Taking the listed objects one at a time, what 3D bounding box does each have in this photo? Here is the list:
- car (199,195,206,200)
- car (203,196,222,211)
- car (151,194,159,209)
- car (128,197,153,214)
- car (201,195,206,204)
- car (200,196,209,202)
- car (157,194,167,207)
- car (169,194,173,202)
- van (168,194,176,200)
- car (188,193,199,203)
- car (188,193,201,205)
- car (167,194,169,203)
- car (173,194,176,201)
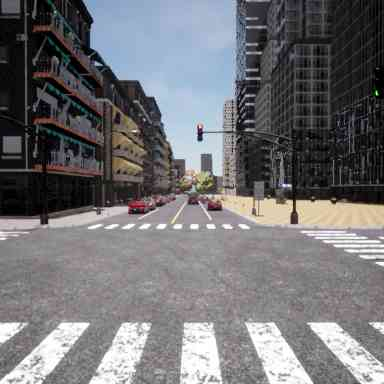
[{"bbox_3d":[2.842,1.534,92.100,1.752,1.417,4.829,-1,0,0],"label":"car"},{"bbox_3d":[2.733,1.540,41.089,1.887,1.381,4.507,-1,0,0],"label":"car"},{"bbox_3d":[-5.615,1.436,41.049,1.967,1.590,4.097,-1,0,0],"label":"car"},{"bbox_3d":[-5.626,1.540,35.400,1.887,1.381,4.507,-1,0,0],"label":"car"},{"bbox_3d":[2.782,1.551,63.685,2.008,1.369,4.403,-1,0,0],"label":"car"},{"bbox_3d":[2.806,1.548,74.983,1.887,1.381,4.507,-1,0,0],"label":"car"},{"bbox_3d":[-5.593,1.312,52.348,2.192,1.841,5.009,-1,0,0],"label":"car"},{"bbox_3d":[-5.553,1.583,69.294,1.802,1.307,4.206,-1,0,0],"label":"car"},{"bbox_3d":[-5.508,1.350,91.889,1.690,1.788,3.998,-1,0,0],"label":"van"},{"bbox_3d":[0.263,1.223,70.034,2.150,2.045,5.566,0,0,0],"label":"car"},{"bbox_3d":[0.228,1.477,59.769,1.882,1.535,5.008,0,0,0],"label":"car"},{"bbox_3d":[-5.579,1.438,57.996,1.967,1.590,4.097,-1,0,0],"label":"car"},{"bbox_3d":[-5.521,1.321,86.241,2.192,1.841,5.009,-1,0,0],"label":"car"}]
